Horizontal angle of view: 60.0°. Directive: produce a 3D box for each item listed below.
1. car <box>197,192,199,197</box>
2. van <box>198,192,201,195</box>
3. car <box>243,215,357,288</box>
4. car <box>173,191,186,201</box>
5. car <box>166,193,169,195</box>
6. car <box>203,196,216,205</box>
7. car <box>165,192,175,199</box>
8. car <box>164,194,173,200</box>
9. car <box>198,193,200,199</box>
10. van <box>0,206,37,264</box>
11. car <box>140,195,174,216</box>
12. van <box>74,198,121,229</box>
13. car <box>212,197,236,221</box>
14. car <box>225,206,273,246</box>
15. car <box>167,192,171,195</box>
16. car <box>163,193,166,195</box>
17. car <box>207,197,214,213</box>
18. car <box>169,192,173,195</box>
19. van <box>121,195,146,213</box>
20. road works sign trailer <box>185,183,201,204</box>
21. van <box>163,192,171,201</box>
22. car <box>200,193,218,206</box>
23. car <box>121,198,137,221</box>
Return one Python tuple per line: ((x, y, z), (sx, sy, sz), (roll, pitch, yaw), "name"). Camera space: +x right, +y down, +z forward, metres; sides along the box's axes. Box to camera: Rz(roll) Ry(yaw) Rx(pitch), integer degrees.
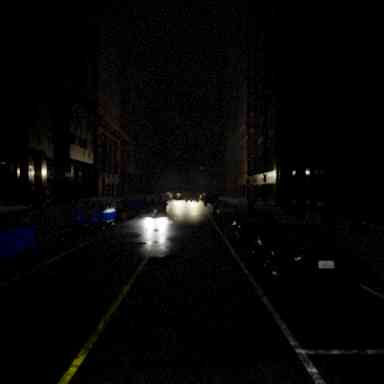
((2.781, 1.162, 82.140), (1.752, 1.417, 4.829), (0, 0, 0), "car")
((2.778, 1.022, 70.731), (1.690, 1.788, 3.998), (0, 0, 0), "van")
((2.765, 1.521, 8.927), (1.947, 1.339, 4.313), (0, 0, 0), "car")
((-2.984, 1.190, 72.917), (2.128, 1.511, 4.902), (0, 0, 0), "car")
((-5.749, 1.277, 59.492), (2.008, 1.369, 4.403), (0, 0, 0), "car")
((2.775, 1.301, 53.876), (2.008, 1.369, 4.403), (0, 0, 0), "car")
((-5.743, 0.930, 87.577), (2.192, 1.841, 5.009), (0, 0, 0), "car")
((-5.744, 1.188, 81.959), (2.008, 1.369, 4.403), (0, 0, 0), "car")
((2.777, 1.254, 65.113), (2.008, 1.369, 4.403), (0, 0, 0), "car")
((-5.759, 1.297, 8.921), (1.690, 1.788, 3.998), (0, 0, 0), "van")
((-3.091, 1.345, 30.440), (2.128, 1.511, 4.902), (0, 0, 0), "car")
((-5.757, 1.243, 20.157), (1.690, 1.788, 3.998), (0, 0, 0), "van")
((2.769, 1.400, 25.953), (1.752, 1.417, 4.829), (0, 0, 0), "car")
((2.767, 1.494, 14.545), (1.947, 1.339, 4.313), (0, 0, 0), "car")
((-5.748, 1.248, 65.104), (1.887, 1.381, 4.507), (0, 0, 0), "car")
((-5.750, 1.276, 53.697), (1.752, 1.417, 4.829), (0, 0, 0), "car")
((2.770, 1.415, 31.401), (1.947, 1.339, 4.313), (0, 0, 0), "car")
((-5.747, 1.226, 70.723), (1.887, 1.381, 4.507), (0, 0, 0), "car")
((-5.755, 1.190, 31.393), (1.690, 1.788, 3.998), (0, 0, 0), "van")
((0.013, 0.195, 58.476), (2.380, 3.560, 2.880), (0, 0, 0), "road works sign trailer")
((-5.746, 1.000, 76.340), (1.690, 1.788, 3.998), (0, 0, 0), "van")
((2.774, 1.089, 48.257), (2.192, 1.841, 5.009), (0, 0, 0), "car")
((-5.756, 1.420, 25.776), (1.887, 1.381, 4.507), (0, 0, 0), "car")
